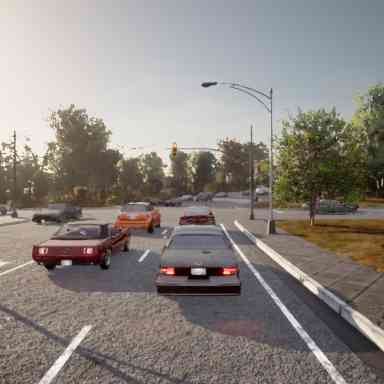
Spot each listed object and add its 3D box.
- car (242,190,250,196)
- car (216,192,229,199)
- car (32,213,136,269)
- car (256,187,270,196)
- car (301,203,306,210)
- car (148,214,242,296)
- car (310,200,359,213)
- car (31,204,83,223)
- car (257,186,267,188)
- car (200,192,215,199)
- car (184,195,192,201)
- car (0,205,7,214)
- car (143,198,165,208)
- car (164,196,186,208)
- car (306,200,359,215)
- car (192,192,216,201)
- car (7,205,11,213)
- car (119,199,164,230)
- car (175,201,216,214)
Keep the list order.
[{"bbox_3d":[14.325,0.261,84.722,2.128,1.511,4.902,0,3,33],"label":"car"},{"bbox_3d":[7.152,0.781,79.107,2.033,1.411,5.357,0,3,26],"label":"car"},{"bbox_3d":[-3.336,1.618,11.141,1.895,1.301,4.718,0,0,1],"label":"car"},{"bbox_3d":[17.865,0.264,83.797,1.895,1.301,4.718,0,3,33],"label":"car"},{"bbox_3d":[16.053,1.661,41.261,4.718,1.301,1.895,-1,0,4],"label":"car"},{"bbox_3d":[0.143,1.558,8.803,2.033,1.411,5.357,0,0,0],"label":"car"},{"bbox_3d":[16.122,1.646,37.750,4.718,1.301,1.895,-1,0,4],"label":"car"},{"bbox_3d":[-10.100,1.610,25.459,2.033,1.411,5.357,0,0,3],"label":"car"},{"bbox_3d":[20.017,-0.763,93.200,2.150,2.045,5.566,0,3,38],"label":"car"},{"bbox_3d":[3.807,0.871,80.252,1.895,1.301,4.718,0,3,26],"label":"car"},{"bbox_3d":[-1.095,1.349,69.411,1.812,1.442,4.674,0,2,21],"label":"car"},{"bbox_3d":[-21.556,1.708,32.850,4.902,1.511,2.128,-1,0,4],"label":"car"},{"bbox_3d":[-6.104,1.741,53.854,1.895,1.301,4.718,0,0,15],"label":"car"},{"bbox_3d":[-2.913,1.741,51.764,1.895,1.301,4.718,0,0,14],"label":"car"},{"bbox_3d":[14.428,1.616,34.202,4.181,1.385,1.994,-1,0,4],"label":"car"},{"bbox_3d":[2.608,0.996,69.231,2.150,2.045,5.566,0,2,21],"label":"car"},{"bbox_3d":[-22.426,1.745,36.396,4.902,1.511,2.128,-1,0,2],"label":"car"},{"bbox_3d":[-3.139,1.397,20.119,2.097,1.767,4.553,0,0,2],"label":"car"},{"bbox_3d":[0.330,1.518,18.550,1.882,1.535,5.008,0,0,2],"label":"car"}]
